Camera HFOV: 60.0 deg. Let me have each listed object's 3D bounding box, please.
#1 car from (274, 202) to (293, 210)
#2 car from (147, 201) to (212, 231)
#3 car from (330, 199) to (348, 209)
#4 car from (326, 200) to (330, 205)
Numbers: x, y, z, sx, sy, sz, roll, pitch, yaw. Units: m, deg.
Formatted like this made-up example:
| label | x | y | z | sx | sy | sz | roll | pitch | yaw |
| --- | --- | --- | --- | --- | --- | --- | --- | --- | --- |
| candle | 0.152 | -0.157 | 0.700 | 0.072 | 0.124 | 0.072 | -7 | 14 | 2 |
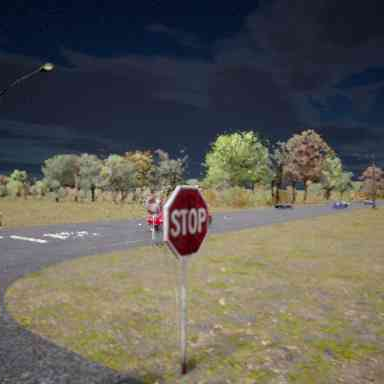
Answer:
| label | x | y | z | sx | sy | sz | roll | pitch | yaw |
| --- | --- | --- | --- | --- | --- | --- | --- | --- | --- |
| car | 16.380 | 2.507 | 59.553 | 1.895 | 1.301 | 4.718 | 0 | 0 | 36 |
| car | -0.781 | 1.674 | 23.804 | 2.150 | 2.045 | 5.566 | 0 | -1 | 36 |
| car | 29.197 | 2.403 | 65.351 | 2.097 | 1.767 | 4.553 | 0 | -1 | 36 |
| car | 36.892 | 2.661 | 87.975 | 2.097 | 1.767 | 4.553 | 0 | -1 | 36 |
